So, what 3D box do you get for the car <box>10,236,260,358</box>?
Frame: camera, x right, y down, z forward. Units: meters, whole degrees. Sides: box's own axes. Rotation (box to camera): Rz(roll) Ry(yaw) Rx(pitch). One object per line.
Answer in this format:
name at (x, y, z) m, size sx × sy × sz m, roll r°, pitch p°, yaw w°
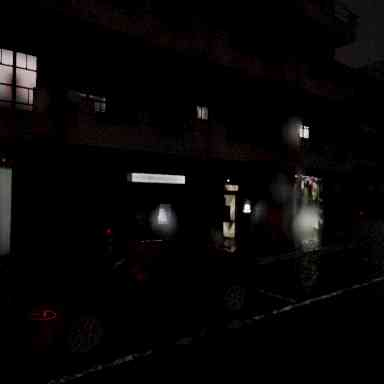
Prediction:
car at (-0.740, 1.546, 6.022) m, size 4.507 × 1.381 × 1.887 m, roll 0°, pitch 1°, yaw -36°
